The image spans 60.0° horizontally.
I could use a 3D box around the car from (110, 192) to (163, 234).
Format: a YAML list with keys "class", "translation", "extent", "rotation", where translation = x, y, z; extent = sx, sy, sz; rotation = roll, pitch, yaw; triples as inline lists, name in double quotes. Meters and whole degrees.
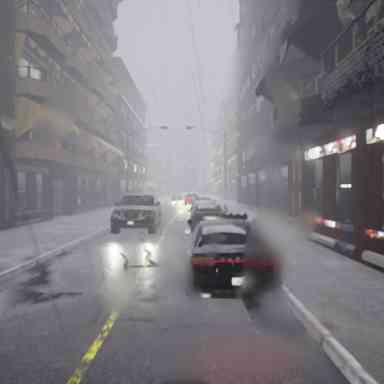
- class: "car"
  translation: [-2.849, 1.056, 18.183]
  extent: [2.150, 2.045, 5.566]
  rotation: [0, 1, 0]

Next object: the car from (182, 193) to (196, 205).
- class: "car"
  translation: [0.033, 0.941, 47.130]
  extent: [2.097, 1.767, 4.553]
  rotation: [0, 0, 0]

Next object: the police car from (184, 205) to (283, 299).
- class: "police car"
  translation: [0.825, 1.347, 8.448]
  extent: [1.930, 1.638, 5.238]
  rotation: [0, 1, 0]

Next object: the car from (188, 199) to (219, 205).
- class: "car"
  translation: [0.825, 1.338, 18.339]
  extent: [1.837, 1.490, 4.892]
  rotation: [0, 1, 0]

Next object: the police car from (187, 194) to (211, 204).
- class: "police car"
  translation: [0.825, 1.205, 24.448]
  extent: [1.930, 1.638, 5.238]
  rotation: [0, 1, 0]

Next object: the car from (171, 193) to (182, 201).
- class: "car"
  translation: [-2.797, 0.961, 61.992]
  extent: [2.128, 1.511, 4.902]
  rotation: [0, 1, 0]
